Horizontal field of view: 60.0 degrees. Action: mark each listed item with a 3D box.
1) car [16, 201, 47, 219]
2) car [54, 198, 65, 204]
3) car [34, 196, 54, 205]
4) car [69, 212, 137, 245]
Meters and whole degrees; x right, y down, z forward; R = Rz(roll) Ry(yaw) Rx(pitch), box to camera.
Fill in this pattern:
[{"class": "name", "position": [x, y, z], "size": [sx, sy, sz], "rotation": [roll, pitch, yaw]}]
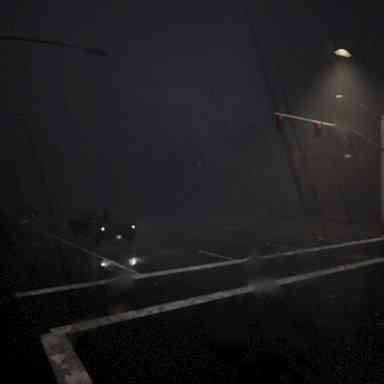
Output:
[{"class": "car", "position": [-16.609, 1.893, 33.795], "size": [2.033, 1.411, 5.357], "rotation": [0, -1, -35]}, {"class": "car", "position": [-32.465, 2.262, 81.204], "size": [2.033, 1.411, 5.357], "rotation": [0, 1, -35]}, {"class": "car", "position": [-35.351, 1.944, 79.225], "size": [2.150, 2.045, 5.566], "rotation": [0, 1, -35]}, {"class": "car", "position": [-4.488, 1.687, 16.410], "size": [1.895, 1.301, 4.718], "rotation": [0, -1, -36]}]
